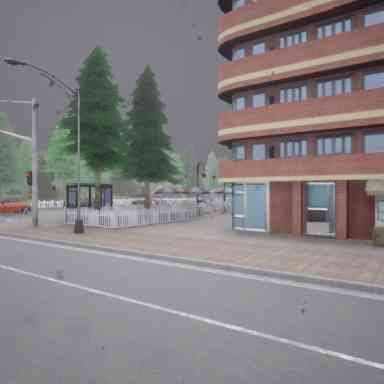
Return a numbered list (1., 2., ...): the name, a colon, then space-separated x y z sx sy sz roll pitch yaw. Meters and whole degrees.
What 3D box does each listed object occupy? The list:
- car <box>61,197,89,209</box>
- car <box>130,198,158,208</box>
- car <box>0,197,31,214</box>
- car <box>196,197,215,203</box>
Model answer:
1. car: -14.301 1.436 42.714 2.128 1.511 4.902 0 0 36
2. car: -6.765 1.508 46.965 1.994 1.385 4.181 0 0 39
3. car: -17.901 1.297 31.632 2.097 1.767 4.553 0 0 35
4. car: 2.518 1.509 60.466 4.181 1.385 1.994 0 0 -32
